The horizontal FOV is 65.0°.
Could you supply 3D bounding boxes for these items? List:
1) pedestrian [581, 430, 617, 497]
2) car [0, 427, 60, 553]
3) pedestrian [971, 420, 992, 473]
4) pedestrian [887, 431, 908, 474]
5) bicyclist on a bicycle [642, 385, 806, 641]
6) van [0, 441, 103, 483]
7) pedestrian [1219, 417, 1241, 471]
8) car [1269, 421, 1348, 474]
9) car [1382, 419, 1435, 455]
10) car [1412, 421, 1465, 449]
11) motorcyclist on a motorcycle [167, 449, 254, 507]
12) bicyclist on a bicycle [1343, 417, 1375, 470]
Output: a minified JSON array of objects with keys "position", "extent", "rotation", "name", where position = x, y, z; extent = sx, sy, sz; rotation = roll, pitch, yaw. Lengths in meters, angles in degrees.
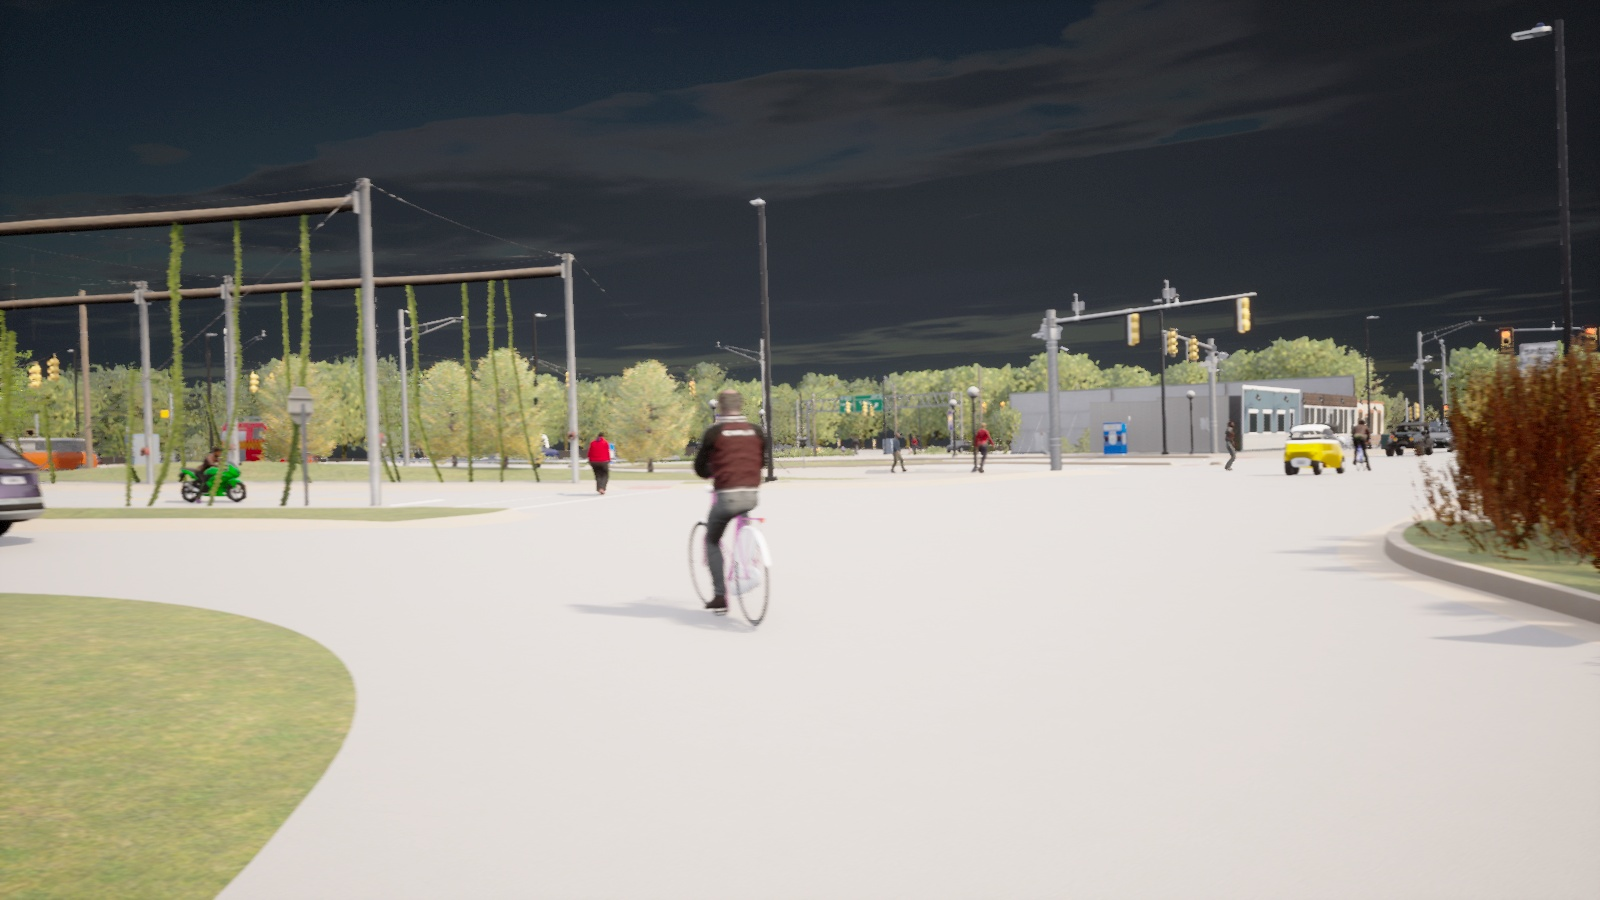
[{"position":[-5.669,0.380,35.437],"extent":[0.634,1.844,0.899],"rotation":[-2,1,13],"name":"pedestrian"},{"position":[-12.899,0.492,16.703],"extent":[4.856,1.649,2.033],"rotation":[1,-1,-2],"name":"car"},{"position":[6.377,-0.116,44.087],"extent":[0.331,1.846,0.636],"rotation":[-2,1,44],"name":"pedestrian"},{"position":[4.251,0.093,54.885],"extent":[0.726,1.842,0.402],"rotation":[-2,1,36],"name":"pedestrian"},{"position":[-0.637,0.424,9.761],"extent":[0.659,1.776,1.843],"rotation":[-3,2,-22],"name":"bicyclist on a bicycle"},{"position":[-36.850,0.580,61.454],"extent":[1.775,1.987,4.442],"rotation":[-2,-1,35],"name":"van"},{"position":[15.533,-0.224,45.367],"extent":[0.666,1.930,0.402],"rotation":[-2,1,23],"name":"pedestrian"},{"position":[13.910,-0.061,34.292],"extent":[1.481,1.376,2.207],"rotation":[-2,-1,36],"name":"car"},{"position":[34.273,-0.734,70.666],"extent":[1.905,1.878,3.866],"rotation":[-2,0,38],"name":"car"},{"position":[39.827,-0.963,78.284],"extent":[2.152,1.651,5.027],"rotation":[-2,0,36],"name":"car"},{"position":[-16.059,0.766,34.226],"extent":[2.044,1.523,0.797],"rotation":[-1,1,10],"name":"motorcyclist on a motorcycle"},{"position":[17.585,-0.188,39.460],"extent":[0.582,1.620,1.656],"rotation":[-2,-1,35],"name":"bicyclist on a bicycle"}]
